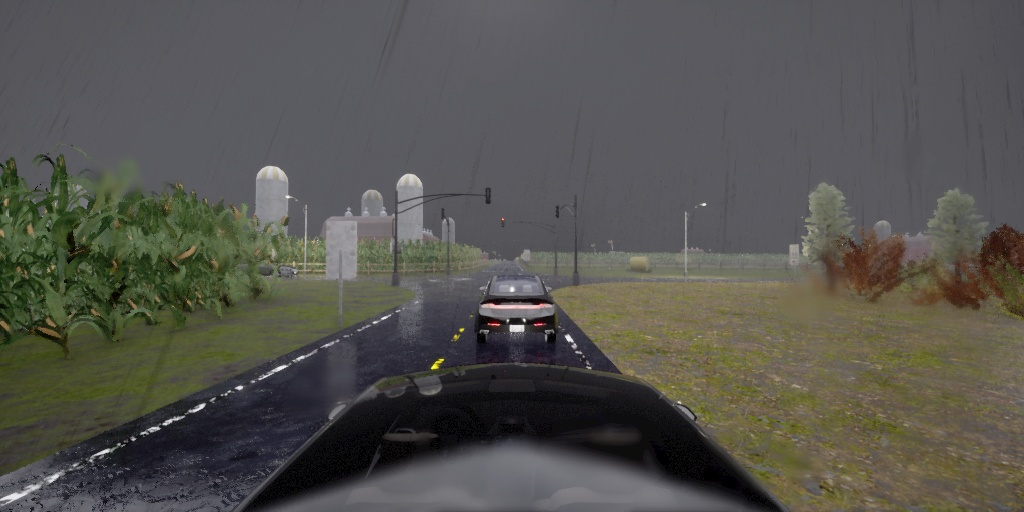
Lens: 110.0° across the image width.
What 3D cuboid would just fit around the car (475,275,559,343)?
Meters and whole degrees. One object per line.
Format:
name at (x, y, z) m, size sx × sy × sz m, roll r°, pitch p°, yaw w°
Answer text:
car at (0.103, 1.245, 9.645) m, size 2.128 × 1.511 × 4.902 m, roll 0°, pitch 0°, yaw 0°

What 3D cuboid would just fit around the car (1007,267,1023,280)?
car at (48.674, 1.720, 33.485) m, size 4.674 × 1.442 × 1.812 m, roll 1°, pitch -1°, yaw -5°

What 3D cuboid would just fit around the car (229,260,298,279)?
car at (-19.934, 1.059, 28.805) m, size 4.902 × 1.511 × 2.128 m, roll 0°, pitch -1°, yaw -4°
